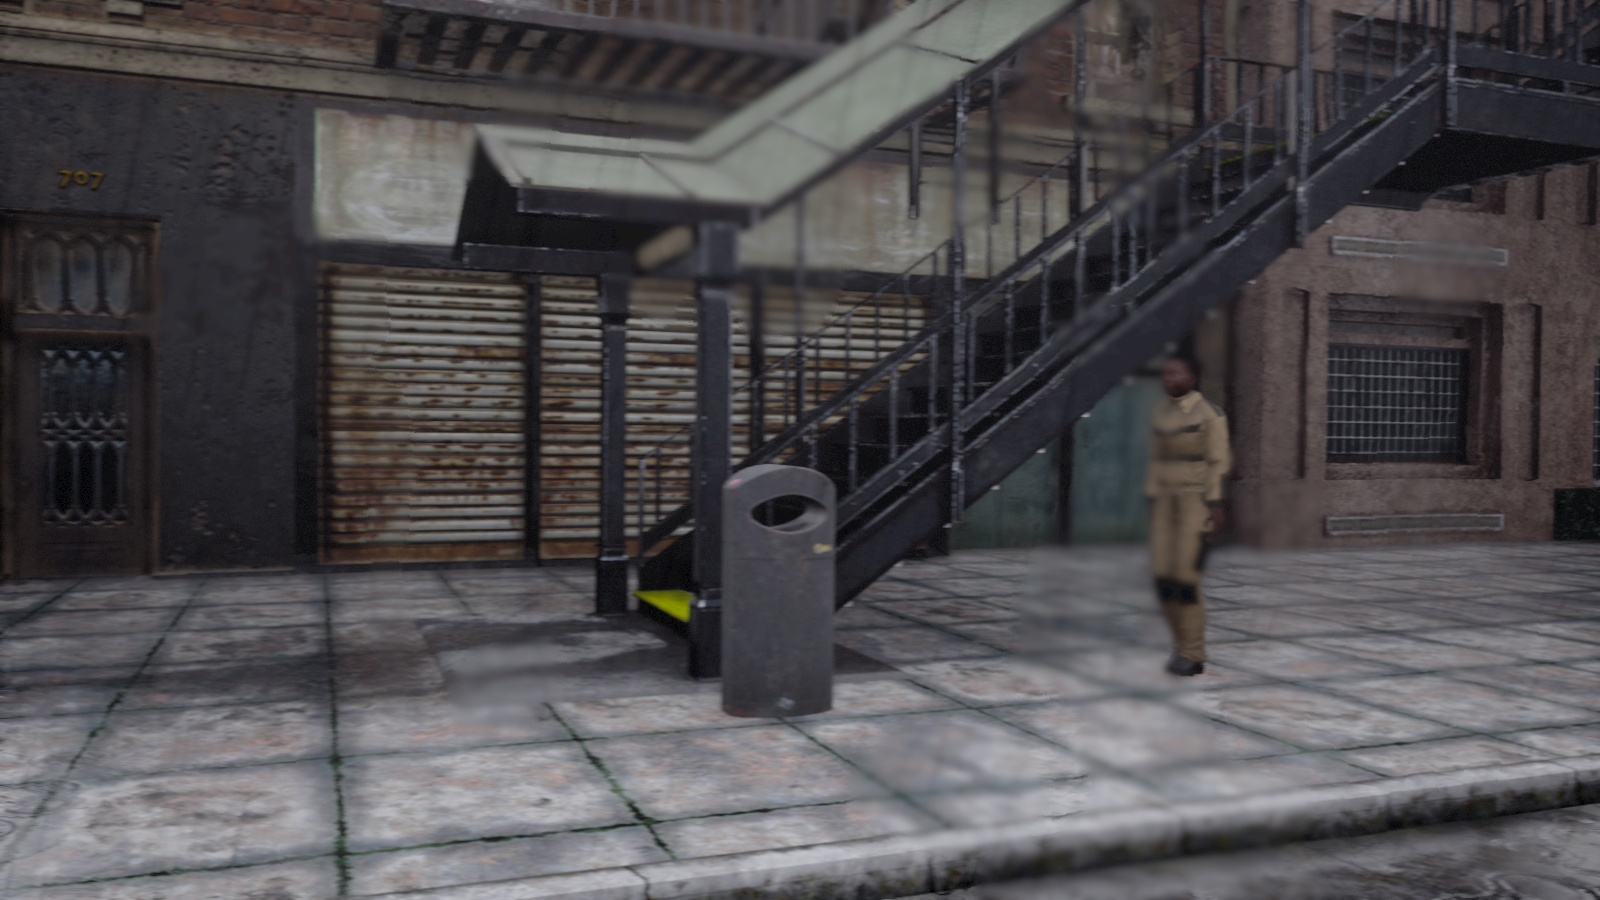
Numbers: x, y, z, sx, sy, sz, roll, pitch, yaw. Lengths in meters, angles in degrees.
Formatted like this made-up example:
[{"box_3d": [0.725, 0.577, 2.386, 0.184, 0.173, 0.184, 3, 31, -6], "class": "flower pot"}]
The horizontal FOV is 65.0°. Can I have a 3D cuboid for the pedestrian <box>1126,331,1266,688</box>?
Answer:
[{"box_3d": [2.252, 0.314, 7.134, 0.692, 1.930, 0.396, -1, 1, -33], "class": "pedestrian"}]
